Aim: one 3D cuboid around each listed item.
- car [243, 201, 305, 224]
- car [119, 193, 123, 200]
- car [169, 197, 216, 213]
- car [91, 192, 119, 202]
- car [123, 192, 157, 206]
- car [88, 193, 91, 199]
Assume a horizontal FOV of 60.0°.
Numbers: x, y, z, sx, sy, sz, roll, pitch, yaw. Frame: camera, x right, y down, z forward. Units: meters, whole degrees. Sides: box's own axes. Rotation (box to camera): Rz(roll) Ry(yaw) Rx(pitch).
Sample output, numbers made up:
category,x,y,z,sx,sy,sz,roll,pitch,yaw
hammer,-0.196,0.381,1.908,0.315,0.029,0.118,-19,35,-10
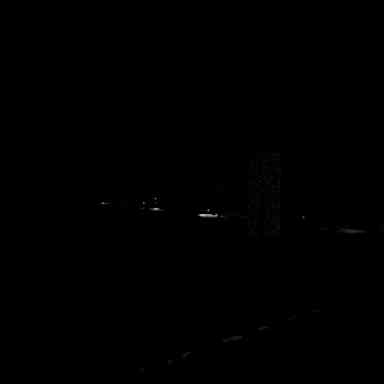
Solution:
category,x,y,z,sx,sy,sz,roll,pitch,yaw
car,5.604,1.252,22.756,2.128,1.511,4.902,1,1,-35
car,-12.048,0.819,53.167,1.895,1.301,4.718,1,1,-35
car,-0.086,1.145,30.888,2.033,1.411,5.357,1,1,-35
car,-12.989,0.736,49.480,1.837,1.490,4.892,1,0,-34
car,-5.877,0.785,39.198,2.097,1.767,4.553,1,1,-35
car,-17.719,0.623,61.307,1.994,1.385,4.181,1,1,-35
